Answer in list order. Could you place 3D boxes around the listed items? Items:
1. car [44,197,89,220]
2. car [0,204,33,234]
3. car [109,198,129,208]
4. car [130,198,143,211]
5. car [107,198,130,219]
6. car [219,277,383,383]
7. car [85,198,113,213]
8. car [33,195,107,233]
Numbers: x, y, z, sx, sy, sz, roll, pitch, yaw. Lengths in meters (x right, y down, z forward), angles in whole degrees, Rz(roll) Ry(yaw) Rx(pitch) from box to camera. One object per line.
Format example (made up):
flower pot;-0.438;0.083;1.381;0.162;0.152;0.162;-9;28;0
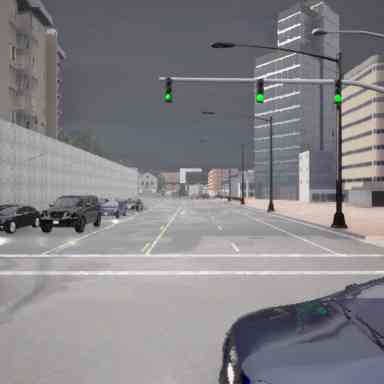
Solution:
car;-10.605;1.352;28.545;2.097;1.767;4.553;0;0;0
car;-10.603;1.505;19.477;1.837;1.490;4.892;0;0;0
car;-10.564;1.601;48.423;1.895;1.301;4.718;0;0;0
car;-7.097;1.491;40.091;2.128;1.511;4.902;0;0;0
car;-7.104;1.526;29.748;1.812;1.442;4.674;0;0;0
car;2.369;1.566;3.194;4.181;1.385;1.994;0;0;0
car;-10.600;1.505;38.363;1.837;1.490;4.892;0;0;0
car;-7.100;1.221;20.108;2.150;2.045;5.566;0;0;0
